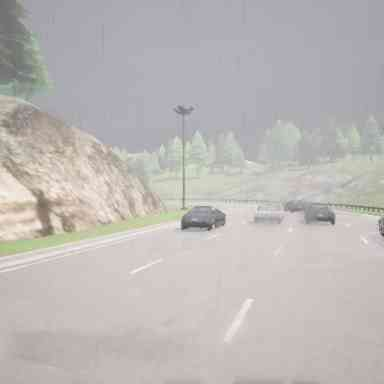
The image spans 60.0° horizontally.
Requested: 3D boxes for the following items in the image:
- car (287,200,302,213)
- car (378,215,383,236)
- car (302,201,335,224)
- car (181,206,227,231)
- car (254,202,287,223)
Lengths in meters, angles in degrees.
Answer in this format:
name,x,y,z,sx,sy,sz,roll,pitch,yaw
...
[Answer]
name,x,y,z,sx,sy,sz,roll,pitch,yaw
car,11.578,1.564,37.251,1.994,1.385,4.181,0,0,2
car,9.884,1.491,15.175,2.128,1.511,4.902,0,0,20
car,9.497,1.563,24.915,1.994,1.385,4.181,0,0,17
car,0.826,1.564,21.010,1.994,1.385,4.181,0,0,20
car,5.916,1.601,25.192,1.895,1.301,4.718,0,0,18
